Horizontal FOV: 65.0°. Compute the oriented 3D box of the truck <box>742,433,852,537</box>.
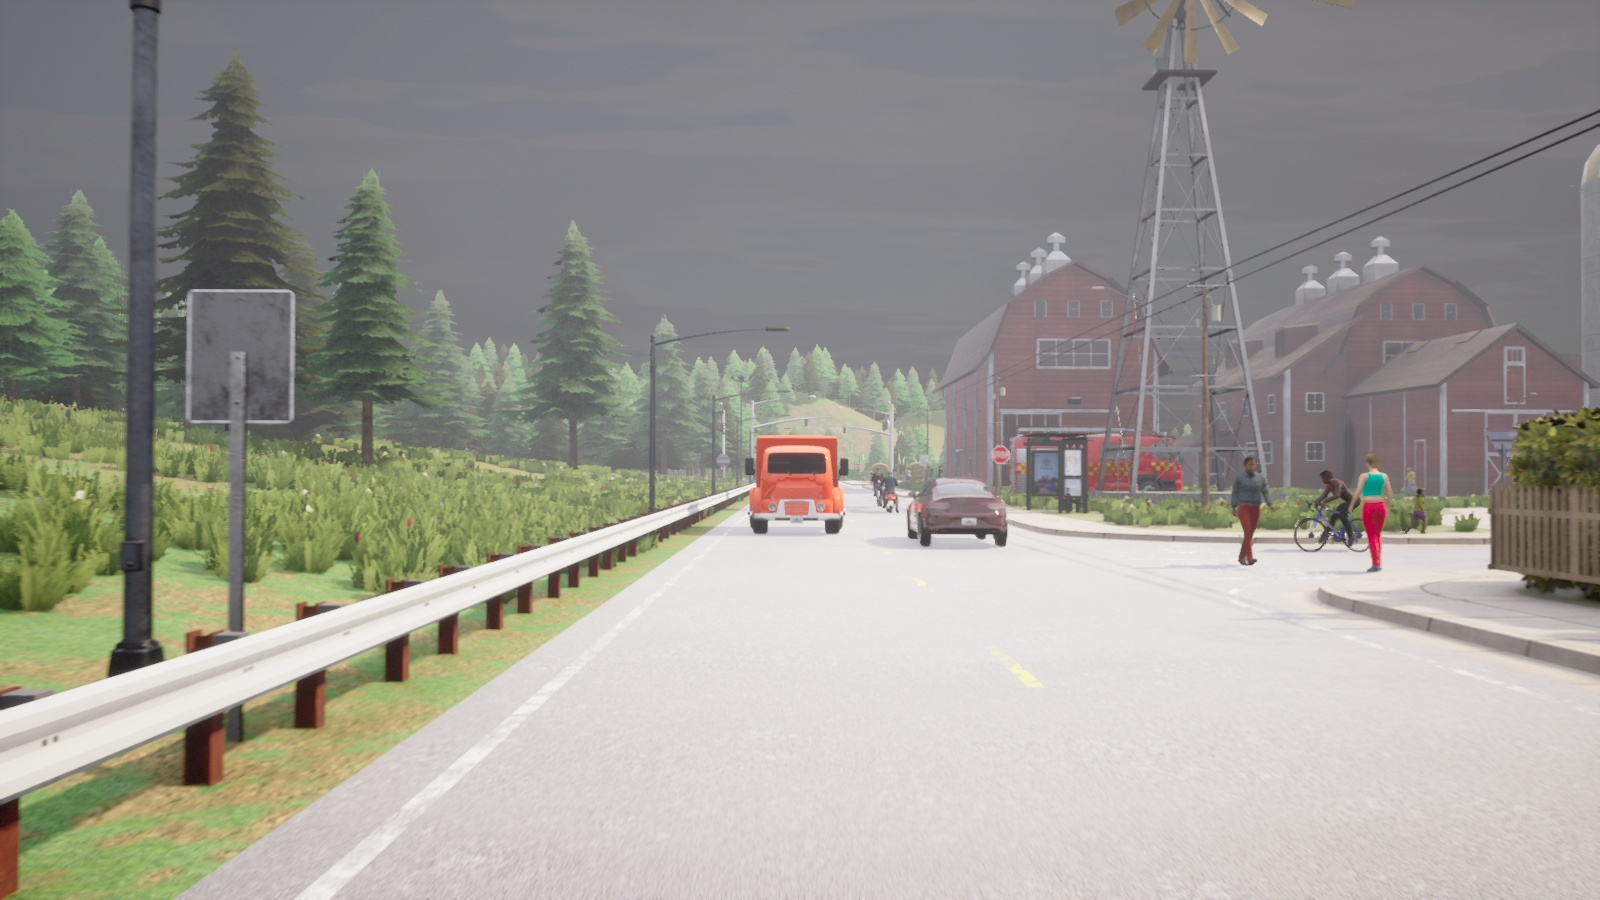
[{"bbox_3d":[-0.082,0.874,32.807,2.627,2.467,5.204,0,-1,0],"label":"truck"}]

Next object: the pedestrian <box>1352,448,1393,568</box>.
[{"bbox_3d":[8.910,0.895,19.567,0.345,1.836,0.594,0,-1,0],"label":"pedestrian"}]

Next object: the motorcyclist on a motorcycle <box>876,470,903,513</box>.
[{"bbox_3d":[3.386,1.550,47.517,0.866,1.590,1.817,0,-1,0],"label":"motorcyclist on a motorcycle"}]

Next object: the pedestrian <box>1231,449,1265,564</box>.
[{"bbox_3d":[7.319,0.915,20.539,0.353,1.847,0.614,0,-1,4],"label":"pedestrian"}]

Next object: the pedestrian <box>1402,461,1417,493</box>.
[{"bbox_3d":[35.487,1.552,73.128,0.706,1.836,0.354,0,-1,-2],"label":"pedestrian"}]

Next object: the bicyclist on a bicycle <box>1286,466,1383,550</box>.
[{"bbox_3d":[10.609,1.143,24.968,1.656,1.620,0.582,-1,-1,-2],"label":"bicyclist on a bicycle"}]

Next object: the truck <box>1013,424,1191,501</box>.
[{"bbox_3d":[15.345,0.666,64.368,8.468,3.827,2.891,0,-1,4],"label":"truck"}]

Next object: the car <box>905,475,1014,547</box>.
[{"bbox_3d":[3.432,1.294,27.889,1.812,1.442,4.674,0,-1,0],"label":"car"}]

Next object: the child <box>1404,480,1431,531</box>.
[{"bbox_3d":[14.277,1.279,29.036,0.473,1.160,0.299,0,-1,-7],"label":"child"}]
